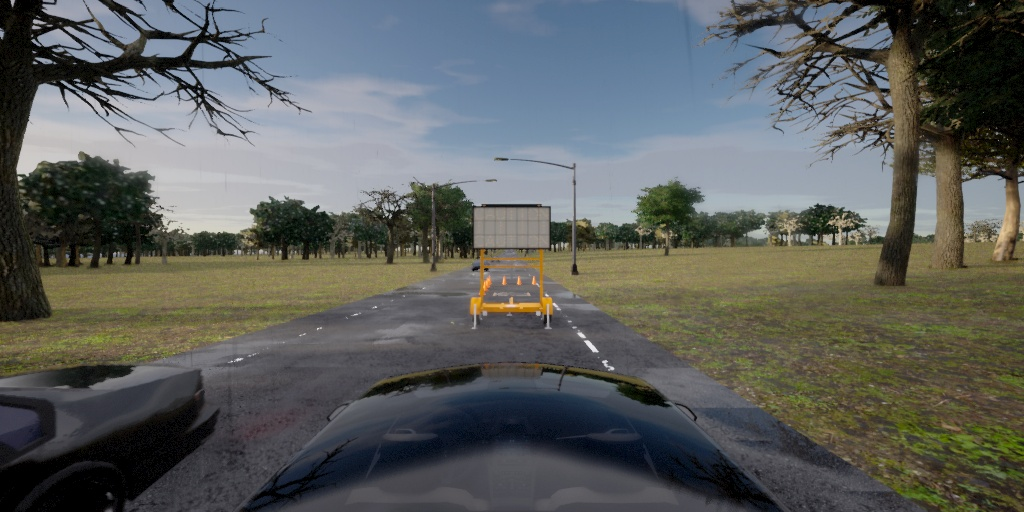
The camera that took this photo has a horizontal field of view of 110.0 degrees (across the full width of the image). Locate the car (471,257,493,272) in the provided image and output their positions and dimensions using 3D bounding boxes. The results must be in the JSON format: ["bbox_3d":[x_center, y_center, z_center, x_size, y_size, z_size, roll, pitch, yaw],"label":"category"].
[{"bbox_3d":[-3.641,1.126,41.939,2.033,1.411,5.357,0,0,0],"label":"car"}]

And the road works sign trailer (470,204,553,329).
[{"bbox_3d":[-0.010,0.198,11.146,2.380,3.560,2.880,0,0,0],"label":"road works sign trailer"}]

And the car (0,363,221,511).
[{"bbox_3d":[-3.600,1.298,0.874,2.033,1.411,5.357,0,0,0],"label":"car"}]
